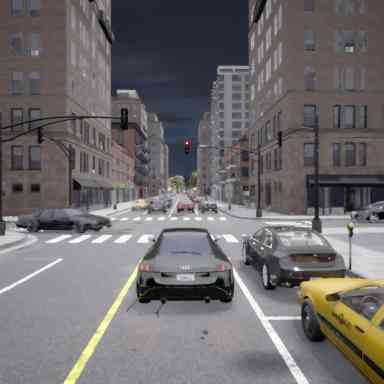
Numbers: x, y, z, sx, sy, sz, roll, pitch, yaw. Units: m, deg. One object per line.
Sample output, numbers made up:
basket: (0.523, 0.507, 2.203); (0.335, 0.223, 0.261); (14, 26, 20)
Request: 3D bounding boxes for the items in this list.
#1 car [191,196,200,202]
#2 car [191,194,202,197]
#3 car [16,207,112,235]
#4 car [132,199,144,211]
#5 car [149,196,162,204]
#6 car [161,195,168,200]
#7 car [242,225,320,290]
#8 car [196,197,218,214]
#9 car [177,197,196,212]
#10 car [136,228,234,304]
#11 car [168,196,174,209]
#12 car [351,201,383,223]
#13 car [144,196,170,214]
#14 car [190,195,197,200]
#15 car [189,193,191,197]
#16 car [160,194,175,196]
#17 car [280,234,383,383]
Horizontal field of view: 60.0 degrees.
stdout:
car: (0.801, 1.557, 75.508); (1.947, 1.339, 4.313); (0, 0, -1)
car: (1.223, 1.436, 58.467); (1.967, 1.590, 4.097); (0, 0, -1)
car: (-7.271, 1.568, 18.828); (5.357, 1.411, 2.033); (-1, 0, 17)
car: (-6.374, 1.524, 41.058); (1.752, 1.417, 4.829); (0, 0, -1)
car: (-6.940, 1.545, 63.946); (2.008, 1.369, 4.403); (0, 0, -1)
car: (-7.642, 1.568, 92.343); (1.802, 1.307, 4.206); (0, 0, -1)
car: (2.451, 1.551, 8.880); (2.008, 1.369, 4.403); (0, 0, -1)
car: (1.785, 1.550, 35.747); (2.008, 1.369, 4.403); (0, 0, -1)
car: (-0.747, 1.600, 37.950); (1.895, 1.301, 4.718); (0, 0, -2)
car: (-0.170, 1.564, 8.210); (1.994, 1.385, 4.181); (0, 0, -1)
car: (-3.945, 1.562, 45.904); (1.994, 1.385, 4.181); (0, 0, -2)
car: (13.933, 1.402, 23.819); (4.902, 1.511, 2.128); (0, 0, -3)
car: (-3.700, 1.504, 36.001); (1.837, 1.490, 4.892); (0, 0, -1)
car: (0.376, 1.511, 92.718); (1.752, 1.417, 4.829); (0, 0, -1)
car: (0.942, 1.308, 69.828); (2.192, 1.841, 5.009); (0, 0, -1)
car: (-4.200, 1.544, 56.269); (2.033, 1.411, 5.357); (0, 0, -2)
car: (2.586, 1.525, 3.645); (1.752, 1.417, 4.829); (0, 0, -1)
